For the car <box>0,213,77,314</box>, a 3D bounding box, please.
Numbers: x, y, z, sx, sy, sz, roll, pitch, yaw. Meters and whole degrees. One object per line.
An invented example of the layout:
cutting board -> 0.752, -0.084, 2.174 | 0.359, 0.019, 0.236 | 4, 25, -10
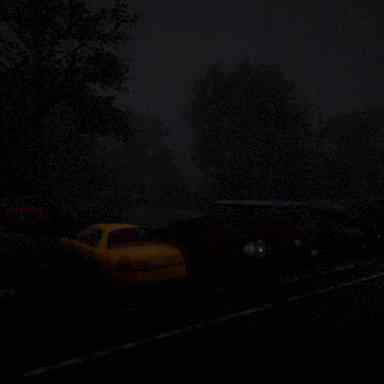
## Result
car -> -4.390, 1.471, 7.332 | 2.097, 1.535, 5.008 | 0, 0, -35

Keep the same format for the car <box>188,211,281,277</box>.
car -> 0.152, 1.535, 10.613 | 2.163, 1.488, 4.792 | 0, 0, -35

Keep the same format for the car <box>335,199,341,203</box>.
car -> 12.810, 1.665, 35.676 | 2.231, 1.521, 4.892 | 0, 0, -35

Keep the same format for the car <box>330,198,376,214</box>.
car -> 19.576, 1.591, 40.532 | 2.185, 1.767, 4.553 | 0, 0, -35

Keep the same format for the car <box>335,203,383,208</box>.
car -> 9.302, 1.576, 17.096 | 2.097, 1.535, 5.008 | 0, 0, -35

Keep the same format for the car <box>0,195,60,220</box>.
car -> -9.871, 1.236, 19.459 | 2.435, 2.045, 5.566 | 0, 0, -35

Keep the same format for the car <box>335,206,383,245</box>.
car -> 7.033, 1.588, 15.449 | 2.163, 1.488, 4.792 | 0, 0, -35

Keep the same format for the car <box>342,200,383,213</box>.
car -> 21.871, 1.764, 42.095 | 2.163, 1.488, 4.792 | 0, 0, -36

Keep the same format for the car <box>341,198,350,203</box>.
car -> 15.182, 1.679, 37.133 | 1.946, 1.575, 5.366 | 0, 0, -36

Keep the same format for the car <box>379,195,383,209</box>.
car -> 30.878, 1.553, 48.589 | 2.435, 2.045, 5.566 | 0, 0, -36

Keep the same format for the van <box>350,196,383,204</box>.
van -> 11.650, 1.368, 18.634 | 1.878, 1.987, 4.442 | 0, 0, -35

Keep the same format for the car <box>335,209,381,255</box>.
car -> 4.751, 1.570, 13.821 | 2.163, 1.488, 4.792 | 0, 0, -35

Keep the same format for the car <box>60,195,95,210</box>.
car -> -7.705, 1.253, 21.005 | 2.435, 2.045, 5.566 | 0, 0, -35

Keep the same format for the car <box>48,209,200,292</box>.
car -> -2.221, 1.485, 9.113 | 1.946, 1.575, 5.366 | 0, 0, -35

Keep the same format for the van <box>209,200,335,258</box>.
van -> 2.521, 1.297, 12.123 | 1.878, 1.987, 4.442 | 0, 0, -35
